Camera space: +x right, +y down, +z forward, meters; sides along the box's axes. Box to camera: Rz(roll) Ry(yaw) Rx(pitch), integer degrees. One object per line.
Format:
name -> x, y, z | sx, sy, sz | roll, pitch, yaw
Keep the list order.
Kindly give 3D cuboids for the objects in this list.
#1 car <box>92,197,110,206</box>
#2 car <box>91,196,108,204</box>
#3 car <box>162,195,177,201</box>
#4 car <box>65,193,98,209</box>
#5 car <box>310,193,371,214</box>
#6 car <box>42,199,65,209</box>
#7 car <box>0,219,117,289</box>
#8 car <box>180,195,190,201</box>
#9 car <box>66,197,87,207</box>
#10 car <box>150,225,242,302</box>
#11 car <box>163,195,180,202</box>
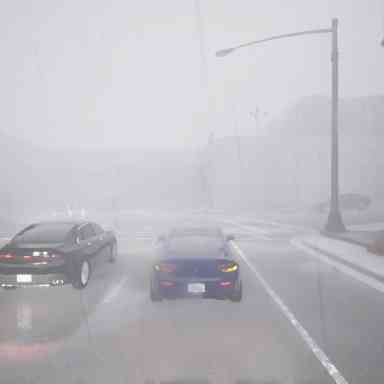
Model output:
car -> -14.889, 1.525, 54.580 | 1.812, 1.442, 4.674 | 0, 0, -1
car -> -18.582, 1.492, 67.052 | 2.128, 1.511, 4.902 | 0, 0, -1
car -> -5.726, 1.552, 85.211 | 1.994, 1.385, 4.181 | 0, 0, 24
car -> -14.692, 1.221, 44.831 | 2.150, 2.045, 5.566 | 0, 0, -1
car -> 12.560, 0.891, 28.306 | 4.892, 1.490, 1.837 | -7, 0, 0
car -> -18.174, 1.601, 44.223 | 1.895, 1.301, 4.718 | 0, 0, -1
car -> -3.393, 1.505, 9.171 | 1.837, 1.490, 4.892 | 0, 0, 0
car -> -2.043, 1.524, 84.991 | 1.812, 1.442, 4.674 | 0, 0, 24
car -> -18.351, 1.563, 53.055 | 1.994, 1.385, 4.181 | 0, 0, 0
car -> 0.096, 1.526, 8.155 | 1.812, 1.442, 4.674 | 0, 0, 0
car -> -4.566, 1.355, 75.360 | 2.097, 1.767, 4.553 | 0, 0, 6
